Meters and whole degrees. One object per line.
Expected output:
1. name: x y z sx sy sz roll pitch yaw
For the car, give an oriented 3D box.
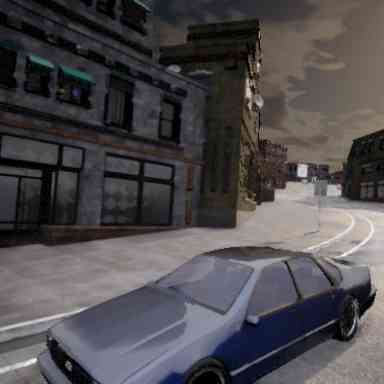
1. car: 0.794 1.562 4.839 5.357 1.411 2.033 0 0 -40
